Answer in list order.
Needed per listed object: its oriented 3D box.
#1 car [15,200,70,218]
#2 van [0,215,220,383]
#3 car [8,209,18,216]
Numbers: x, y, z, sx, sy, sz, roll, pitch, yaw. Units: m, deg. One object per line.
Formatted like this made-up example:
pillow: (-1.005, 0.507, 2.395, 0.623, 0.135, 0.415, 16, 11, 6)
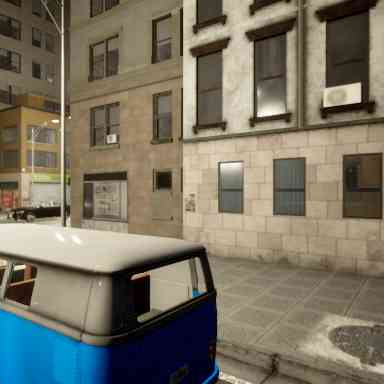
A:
car: (-11.454, 1.418, 25.585, 2.128, 1.511, 4.902, 0, 0, 35)
van: (-1.629, 1.341, 3.934, 3.998, 1.788, 1.690, 0, 0, 35)
car: (-6.165, 1.315, 7.065, 5.009, 1.841, 2.192, 0, 0, 35)
